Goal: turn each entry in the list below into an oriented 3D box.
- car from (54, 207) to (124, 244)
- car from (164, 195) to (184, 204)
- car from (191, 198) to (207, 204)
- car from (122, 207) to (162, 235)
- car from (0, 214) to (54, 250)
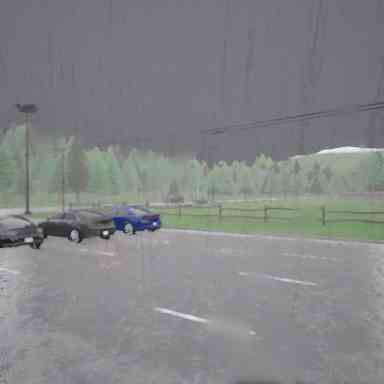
[{"bbox_3d":[-5.944,1.642,16.720,4.892,1.490,1.837,0,0,36],"label":"car"},{"bbox_3d":[-4.103,1.666,76.038,2.150,2.045,5.566,-1,0,36],"label":"car"},{"bbox_3d":[1.567,1.928,71.929,1.994,1.385,4.181,-1,0,36],"label":"car"},{"bbox_3d":[-4.039,1.613,19.662,5.008,1.535,1.882,0,0,36],"label":"car"},{"bbox_3d":[-8.031,1.660,13.910,4.674,1.442,1.812,0,0,36],"label":"car"}]
